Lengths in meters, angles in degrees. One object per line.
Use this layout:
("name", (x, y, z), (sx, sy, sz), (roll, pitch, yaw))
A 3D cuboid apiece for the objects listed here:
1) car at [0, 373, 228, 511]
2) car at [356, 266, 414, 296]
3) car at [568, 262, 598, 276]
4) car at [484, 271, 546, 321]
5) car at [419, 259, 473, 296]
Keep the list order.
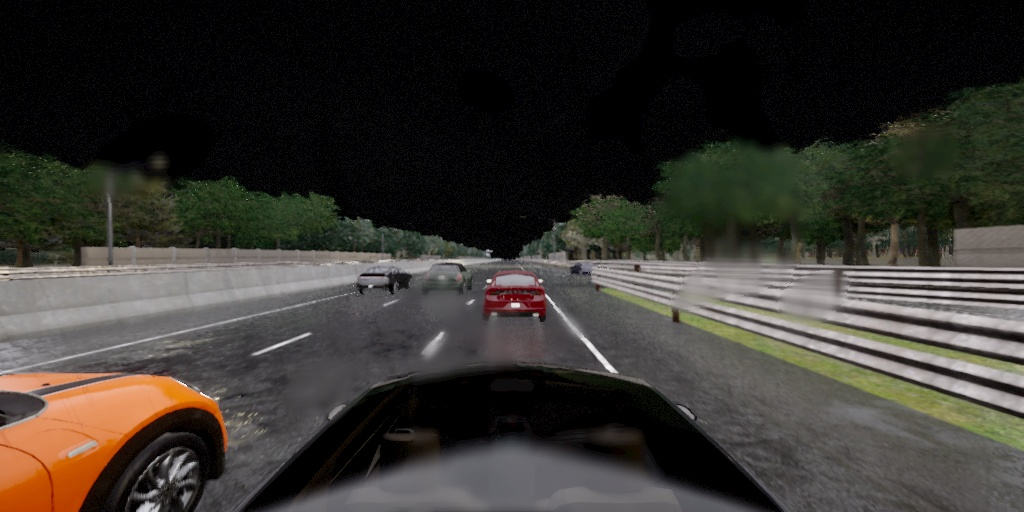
("car", (-3.400, 1.101, 1.066), (2.097, 1.767, 4.553), (0, 0, 0))
("car", (-6.901, 1.286, 19.940), (2.128, 1.511, 4.902), (0, 0, 0))
("car", (7.492, 1.329, 37.820), (1.994, 1.385, 4.181), (-2, 0, -15))
("car", (0.100, 1.252, 12.631), (1.882, 1.535, 5.008), (0, 0, 0))
("car", (-3.401, 1.146, 19.926), (2.097, 1.767, 4.553), (0, 0, 0))
